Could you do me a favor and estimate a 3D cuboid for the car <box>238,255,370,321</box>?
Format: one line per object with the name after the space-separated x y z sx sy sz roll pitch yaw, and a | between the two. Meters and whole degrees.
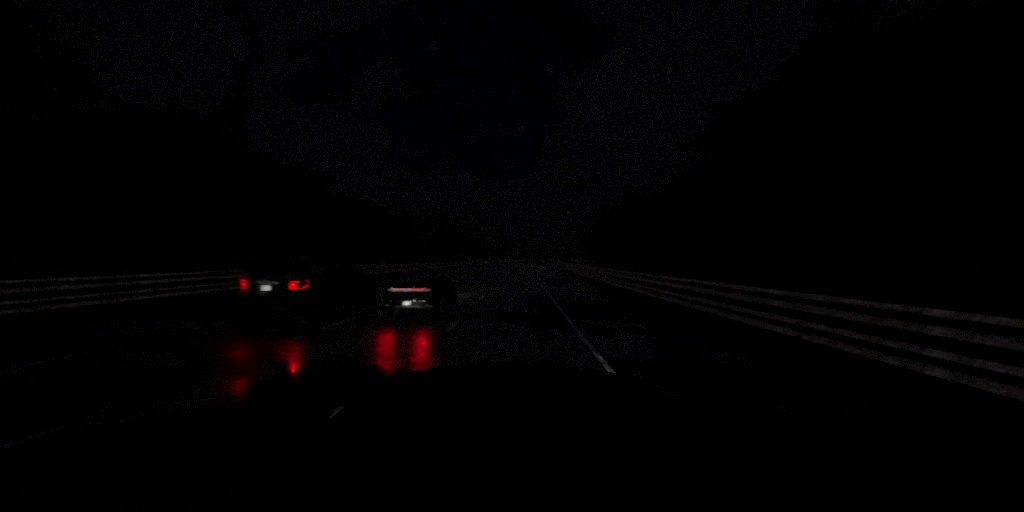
-6.798 0.996 12.648 2.150 2.045 5.566 0 0 1 | car

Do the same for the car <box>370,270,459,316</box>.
-3.255 1.290 13.688 2.128 1.511 4.902 0 0 1 | car
